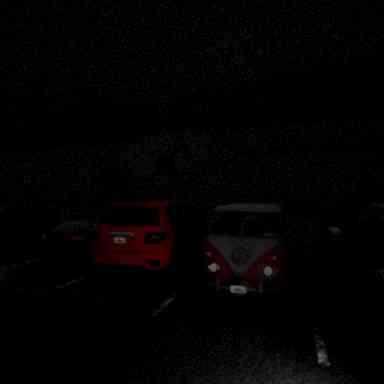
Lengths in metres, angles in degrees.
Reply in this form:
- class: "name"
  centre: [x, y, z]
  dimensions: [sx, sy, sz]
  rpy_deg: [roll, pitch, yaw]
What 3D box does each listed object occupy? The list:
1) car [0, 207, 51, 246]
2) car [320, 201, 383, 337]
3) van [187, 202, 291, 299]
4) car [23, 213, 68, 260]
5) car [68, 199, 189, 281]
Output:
- class: "car"
  centre: [-8.240, 1.485, 15.331]
  dimensions: [2.163, 1.488, 4.792]
  rpy_deg: [1, 0, 16]
- class: "car"
  centre: [3.913, 1.237, 6.666]
  dimensions: [2.435, 2.045, 5.566]
  rpy_deg: [1, -1, 16]
- class: "van"
  centre: [1.460, 1.260, 8.314]
  dimensions: [1.878, 1.987, 4.442]
  rpy_deg: [1, -1, 16]
- class: "car"
  centre: [-3.377, 1.518, 11.890]
  dimensions: [2.002, 1.452, 4.674]
  rpy_deg: [0, -1, 15]
- class: "car"
  centre: [-0.939, 1.235, 10.191]
  dimensions: [2.435, 2.045, 5.566]
  rpy_deg: [0, -1, 15]
